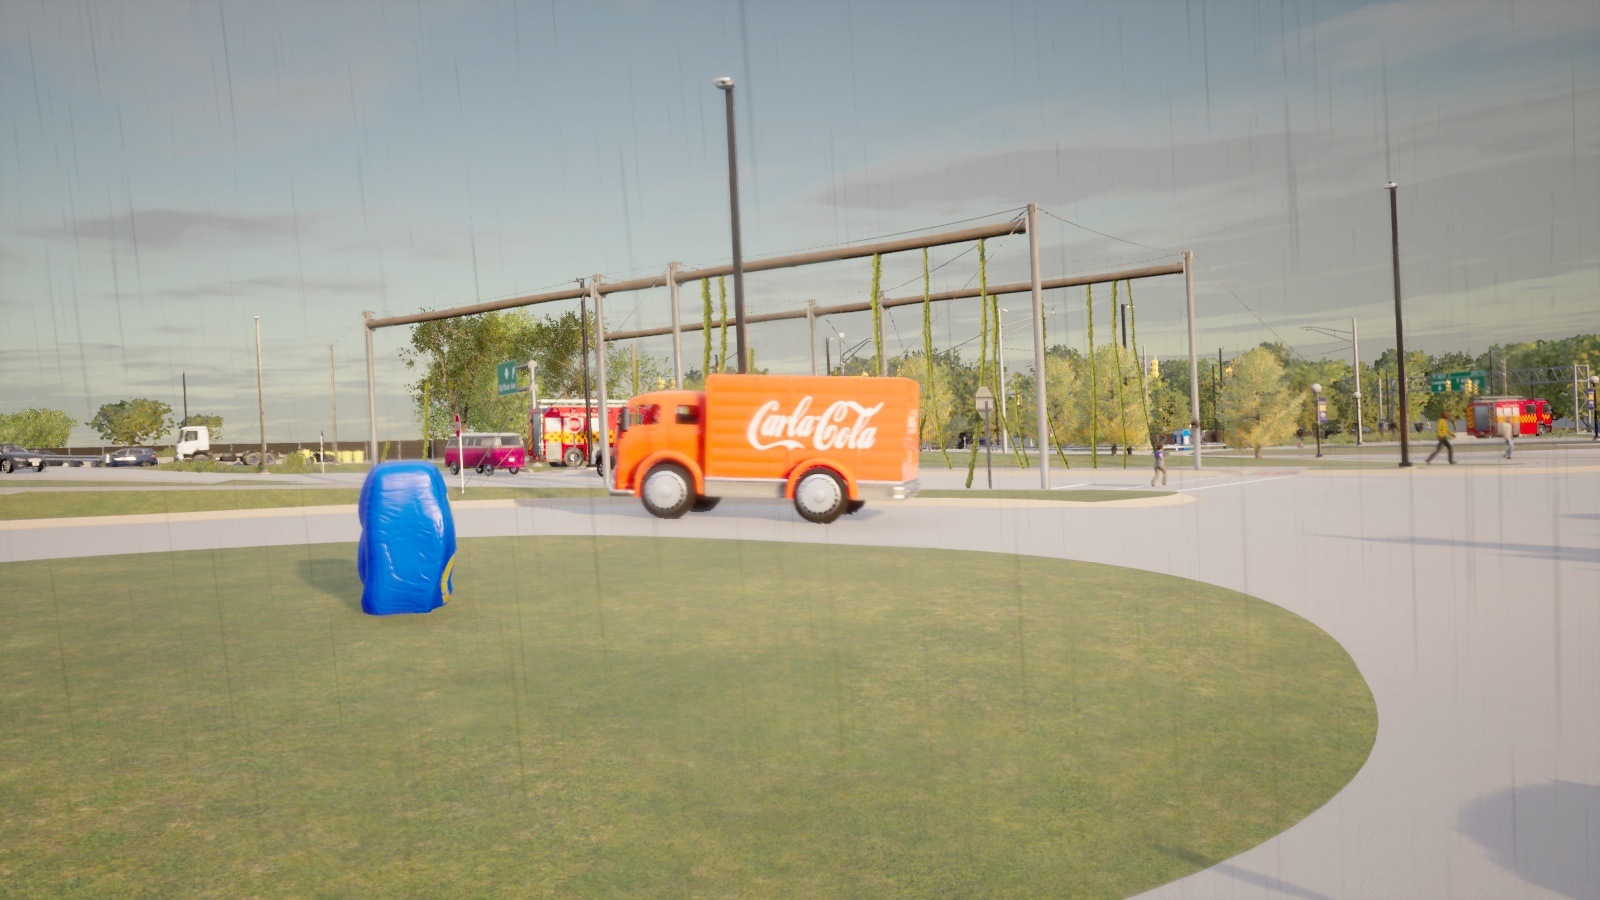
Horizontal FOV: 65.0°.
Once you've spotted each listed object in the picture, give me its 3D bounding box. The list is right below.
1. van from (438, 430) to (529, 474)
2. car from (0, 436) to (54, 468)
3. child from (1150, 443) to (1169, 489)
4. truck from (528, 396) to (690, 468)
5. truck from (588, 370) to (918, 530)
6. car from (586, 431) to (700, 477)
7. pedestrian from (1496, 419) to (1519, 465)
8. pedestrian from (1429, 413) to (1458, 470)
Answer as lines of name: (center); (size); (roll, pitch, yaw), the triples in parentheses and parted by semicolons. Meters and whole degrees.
van: (-14.895, 0.061, 59.001); (4.442, 1.987, 1.775); (1, 2, 38)
car: (-41.898, 0.082, 66.014); (4.902, 1.511, 2.128); (1, 2, 23)
child: (10.140, 0.451, 35.417); (0.437, 1.263, 0.270); (-3, 0, -44)
truck: (-10.657, -0.990, 70.454); (8.468, 3.827, 2.891); (0, -1, -30)
truck: (-0.718, -0.053, 21.847); (5.204, 2.467, 2.627); (2, 1, 12)
car: (-6.653, 0.159, 53.077); (4.605, 1.855, 1.932); (0, 2, 34)
pedestrian: (29.061, -0.331, 51.583); (0.354, 1.836, 0.706); (-2, 0, -35)
pedestrian: (20.869, -0.270, 40.703); (0.726, 1.835, 0.370); (-2, 0, 36)
